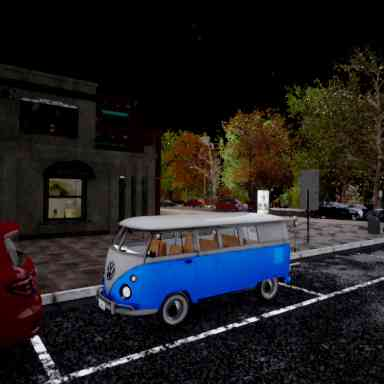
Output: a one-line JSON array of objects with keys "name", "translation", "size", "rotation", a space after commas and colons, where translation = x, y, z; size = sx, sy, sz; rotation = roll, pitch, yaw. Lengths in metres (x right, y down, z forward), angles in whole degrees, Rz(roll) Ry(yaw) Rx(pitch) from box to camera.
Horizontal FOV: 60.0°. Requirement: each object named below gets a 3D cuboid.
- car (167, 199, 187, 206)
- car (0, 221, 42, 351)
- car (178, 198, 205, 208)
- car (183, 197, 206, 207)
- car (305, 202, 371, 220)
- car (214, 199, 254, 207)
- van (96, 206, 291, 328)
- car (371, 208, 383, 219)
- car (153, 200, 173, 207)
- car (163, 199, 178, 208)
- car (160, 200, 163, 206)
[{"name": "car", "translation": [-3.074, 2.171, 68.129], "size": [1.812, 1.442, 4.674], "rotation": [1, -1, -34]}, {"name": "car", "translation": [-4.282, 1.315, 3.491], "size": [5.009, 1.841, 2.192], "rotation": [0, 1, -35]}, {"name": "car", "translation": [0.008, 2.024, 57.833], "size": [1.812, 1.442, 4.674], "rotation": [1, -1, -34]}, {"name": "car", "translation": [0.444, 1.935, 63.013], "size": [2.097, 1.767, 4.553], "rotation": [1, -1, -34]}, {"name": "car", "translation": [11.993, 1.583, 28.305], "size": [2.128, 1.511, 4.902], "rotation": [1, -1, -34]}, {"name": "car", "translation": [4.664, 1.577, 39.153], "size": [2.097, 1.767, 4.553], "rotation": [1, -1, -34]}, {"name": "van", "translation": [0.225, 1.342, 6.716], "size": [3.998, 1.788, 1.690], "rotation": [0, 1, -35]}, {"name": "car", "translation": [14.832, 1.733, 29.929], "size": [1.895, 1.301, 4.718], "rotation": [1, -1, -34]}, {"name": "car", "translation": [-5.782, 2.204, 66.330], "size": [1.895, 1.301, 4.718], "rotation": [1, -1, -34]}, {"name": "car", "translation": [-4.820, 2.041, 59.108], "size": [2.033, 1.411, 5.357], "rotation": [1, -1, -34]}, {"name": "car", "translation": [-7.525, 1.943, 57.308], "size": [2.128, 1.511, 4.902], "rotation": [1, -1, -34]}]
